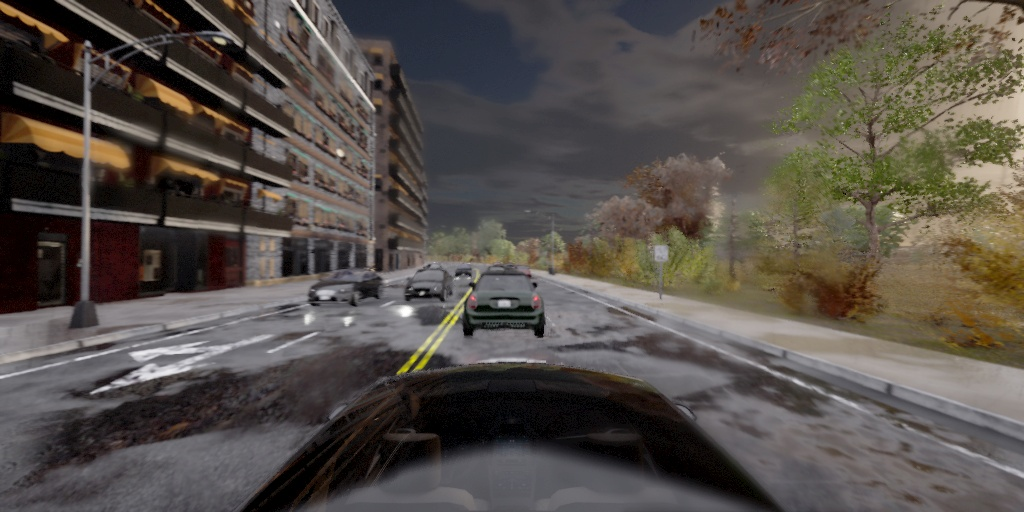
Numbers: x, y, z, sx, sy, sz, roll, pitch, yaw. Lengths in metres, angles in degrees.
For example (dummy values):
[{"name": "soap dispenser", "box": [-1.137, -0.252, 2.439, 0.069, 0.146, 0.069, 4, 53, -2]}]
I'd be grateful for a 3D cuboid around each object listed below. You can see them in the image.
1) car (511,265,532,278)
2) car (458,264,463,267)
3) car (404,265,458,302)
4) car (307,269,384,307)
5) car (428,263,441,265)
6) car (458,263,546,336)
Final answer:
[{"name": "car", "box": [1.035, 1.751, 42.162, 1.994, 1.385, 4.181, 1, -1, -5]}, {"name": "car", "box": [-5.558, 1.682, 42.090, 2.033, 1.411, 5.357, 1, -1, -5]}, {"name": "car", "box": [-4.035, 1.398, 18.005, 1.837, 1.490, 4.892, 1, -1, -3]}, {"name": "car", "box": [-7.194, 1.336, 16.015, 2.128, 1.511, 4.902, 1, -1, -3]}, {"name": "car", "box": [-8.665, 1.565, 39.952, 1.882, 1.535, 5.008, 1, -1, -4]}, {"name": "car", "box": [-0.264, 1.199, 10.863, 2.097, 1.767, 4.553, 0, -1, -2]}]
